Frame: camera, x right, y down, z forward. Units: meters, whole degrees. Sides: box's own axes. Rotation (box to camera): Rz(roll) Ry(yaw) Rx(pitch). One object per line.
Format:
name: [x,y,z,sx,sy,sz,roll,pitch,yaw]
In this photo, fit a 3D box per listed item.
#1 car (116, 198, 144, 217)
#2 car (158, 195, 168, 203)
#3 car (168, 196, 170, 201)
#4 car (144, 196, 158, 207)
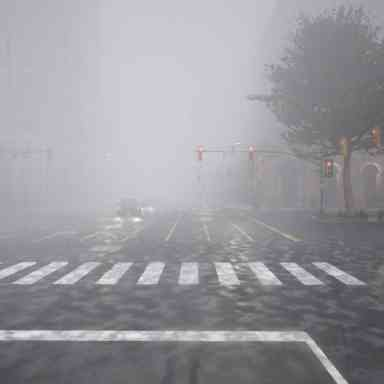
car: [-5.954,1.352,31.052,2.097,1.767,4.553,0,0,-13]
car: [-6.577,1.478,68.967,1.882,1.535,5.008,0,0,1]
car: [-6.394,1.524,80.520,1.812,1.442,4.674,0,0,1]
car: [-6.838,1.601,51.183,1.895,1.301,4.718,0,0,0]
